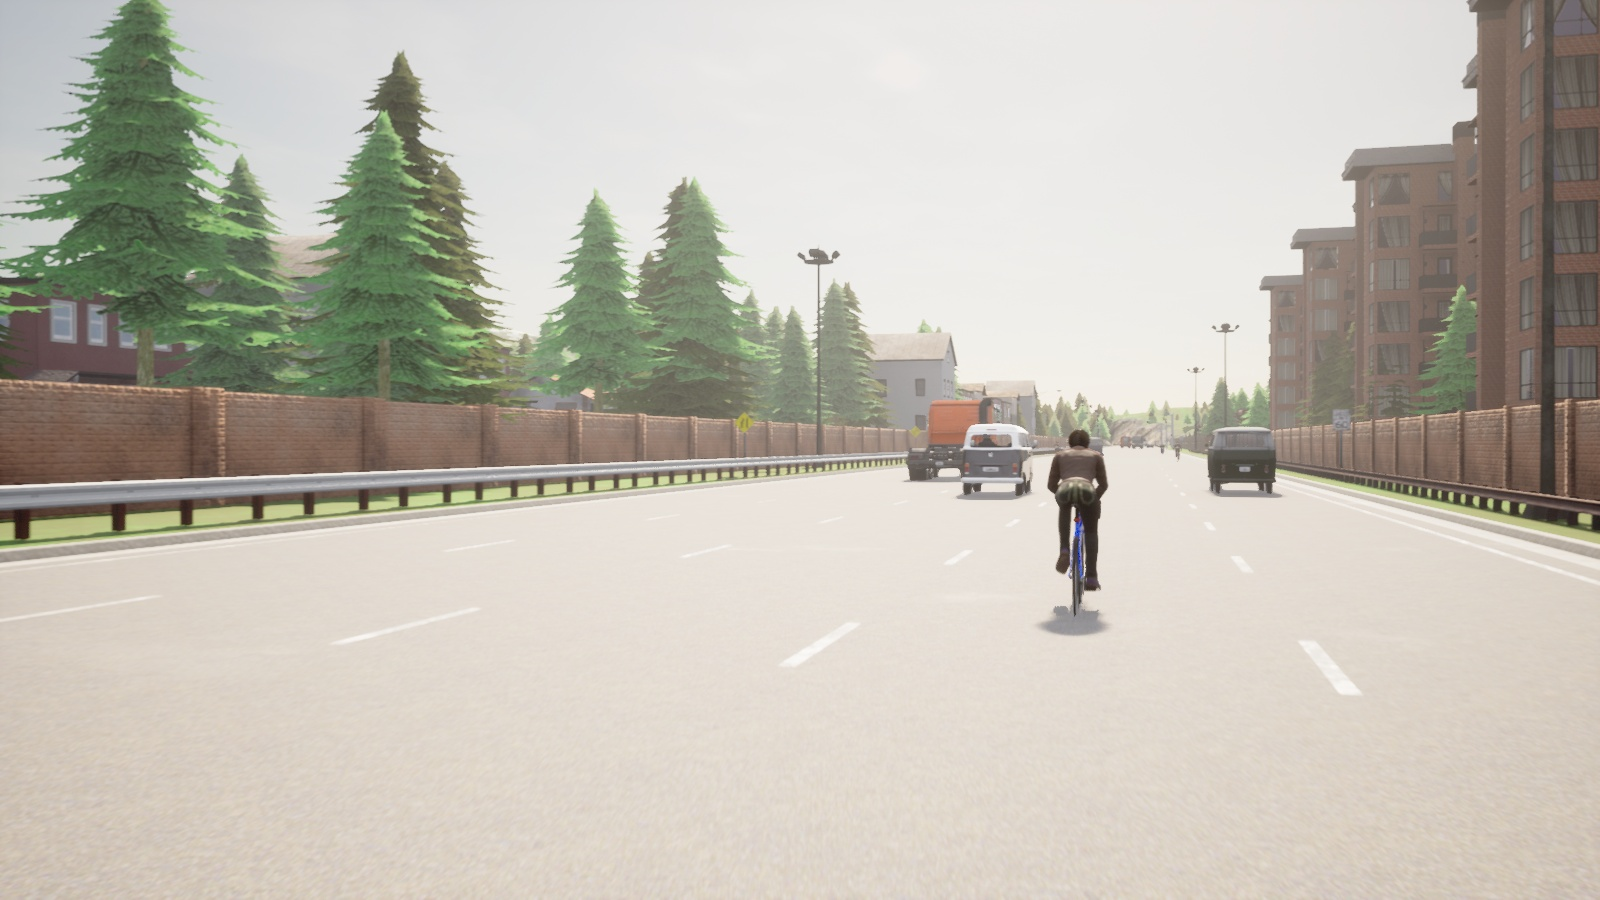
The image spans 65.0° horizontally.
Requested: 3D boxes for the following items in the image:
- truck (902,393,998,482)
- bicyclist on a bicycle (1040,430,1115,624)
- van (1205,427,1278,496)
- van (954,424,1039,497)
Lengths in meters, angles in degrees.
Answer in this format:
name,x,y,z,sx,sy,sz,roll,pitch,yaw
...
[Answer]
name,x,y,z,sx,sy,sz,roll,pitch,yaw
truck,6.452,-0.505,52.759,2.891,3.462,7.936,0,0,15
bicyclist on a bicycle,2.531,0.643,11.366,0.582,1.620,1.656,0,0,15
van,13.531,0.312,38.694,1.775,1.987,4.442,0,0,15
van,5.907,0.281,37.316,2.069,2.038,4.480,0,0,15
